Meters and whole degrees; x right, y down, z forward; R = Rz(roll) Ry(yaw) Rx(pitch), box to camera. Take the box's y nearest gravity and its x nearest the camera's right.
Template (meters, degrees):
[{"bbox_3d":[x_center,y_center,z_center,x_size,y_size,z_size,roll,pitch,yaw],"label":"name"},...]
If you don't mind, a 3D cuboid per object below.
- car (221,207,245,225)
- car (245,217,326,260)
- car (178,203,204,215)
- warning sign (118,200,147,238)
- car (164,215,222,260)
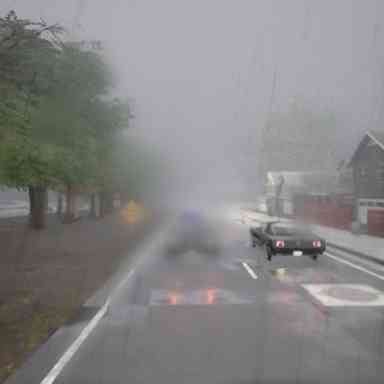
[{"bbox_3d":[3.526,2.049,28.900,1.812,1.442,4.674,0,-1,0],"label":"car"},{"bbox_3d":[3.517,1.789,13.233,1.895,1.301,4.718,0,-1,0],"label":"car"},{"bbox_3d":[0.030,2.009,29.259,1.882,1.535,5.008,0,-1,0],"label":"car"},{"bbox_3d":[-3.036,1.374,17.050,1.300,1.860,1.060,1,0,0],"label":"warning sign"},{"bbox_3d":[0.017,1.789,13.239,1.895,1.301,4.718,0,-1,0],"label":"car"}]
